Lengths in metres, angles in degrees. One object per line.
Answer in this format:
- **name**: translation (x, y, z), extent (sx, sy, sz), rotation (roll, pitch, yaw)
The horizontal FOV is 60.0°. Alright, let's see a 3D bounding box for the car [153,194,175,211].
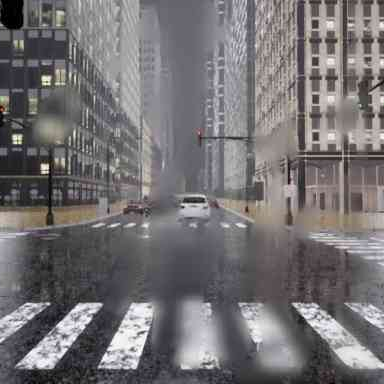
- **car**: translation (-3.105, 1.234, 40.418), extent (2.150, 2.045, 5.566), rotation (0, 0, 0)

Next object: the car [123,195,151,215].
- **car**: translation (-5.683, 1.450, 33.709), extent (1.967, 1.590, 4.097), rotation (1, 0, 0)

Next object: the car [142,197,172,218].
- **car**: translation (-3.108, 1.514, 30.391), extent (1.837, 1.490, 4.892), rotation (0, 0, 0)

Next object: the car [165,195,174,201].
- **car**: translation (-5.698, 1.572, 83.885), extent (1.887, 1.381, 4.507), rotation (1, 0, 0)

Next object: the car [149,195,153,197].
- **car**: translation (-5.683, 1.329, 44.859), extent (2.192, 1.841, 5.009), rotation (1, 0, 0)

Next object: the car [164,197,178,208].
- **car**: translation (-3.101, 1.521, 50.827), extent (1.837, 1.490, 4.892), rotation (0, 0, 0)

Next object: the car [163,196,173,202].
- **car**: translation (-5.696, 1.576, 78.310), extent (2.008, 1.369, 4.403), rotation (1, 0, 0)

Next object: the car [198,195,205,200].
- **car**: translation (2.680, 1.577, 95.119), extent (1.887, 1.381, 4.507), rotation (1, 0, 0)

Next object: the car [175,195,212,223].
- **car**: translation (0.205, 1.230, 25.498), extent (2.150, 2.045, 5.566), rotation (0, 0, 2)

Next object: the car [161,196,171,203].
- **car**: translation (-5.695, 1.568, 72.735), extent (1.887, 1.381, 4.507), rotation (1, 0, 0)

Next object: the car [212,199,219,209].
- **car**: translation (2.691, 1.596, 44.923), extent (1.802, 1.307, 4.206), rotation (1, 0, 0)

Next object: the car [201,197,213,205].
- **car**: translation (2.688, 1.585, 61.656), extent (1.947, 1.339, 4.313), rotation (1, 0, 0)

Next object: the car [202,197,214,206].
- **car**: translation (2.690, 1.543, 56.249), extent (1.752, 1.417, 4.829), rotation (1, 0, 0)

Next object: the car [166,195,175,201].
- **car**: translation (-5.699, 1.580, 89.460), extent (2.008, 1.369, 4.403), rotation (1, 0, 0)

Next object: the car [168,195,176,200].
- **car**: translation (-5.701, 1.598, 95.035), extent (1.947, 1.339, 4.313), rotation (1, 0, 0)

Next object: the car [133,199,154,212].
- **car**: translation (-5.687, 1.594, 39.284), extent (1.802, 1.307, 4.206), rotation (1, 0, 0)
